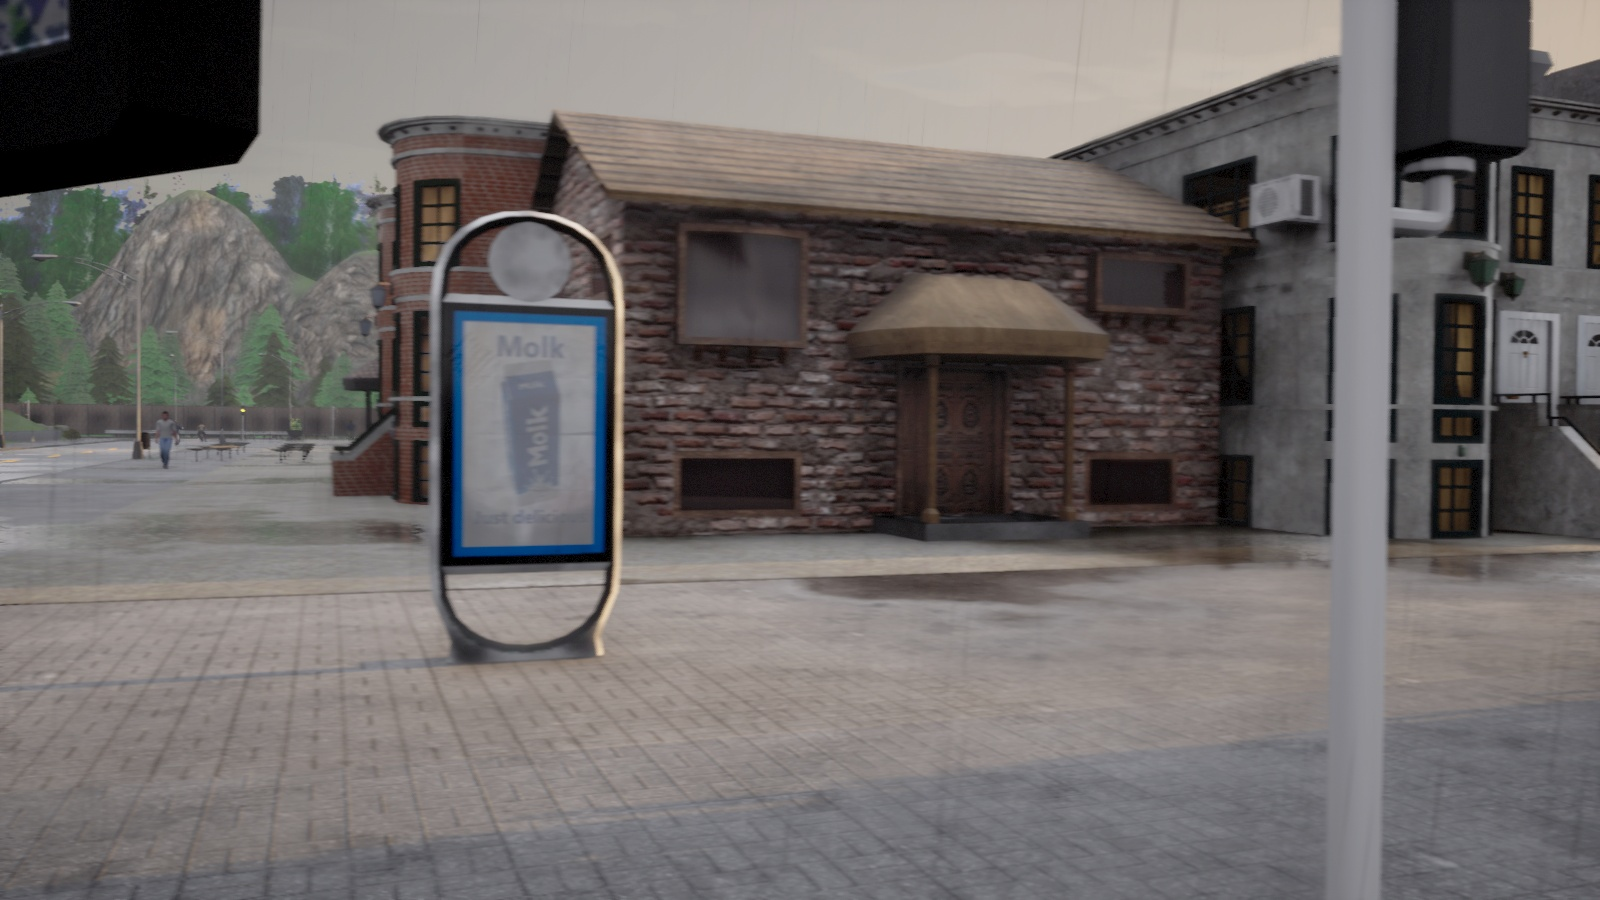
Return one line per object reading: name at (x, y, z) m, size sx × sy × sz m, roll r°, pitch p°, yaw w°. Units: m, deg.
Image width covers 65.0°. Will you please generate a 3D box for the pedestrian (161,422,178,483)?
pedestrian at (-19.318, 0.068, 38.497) m, size 0.354 × 1.836 × 0.706 m, roll -1°, pitch 1°, yaw -20°
